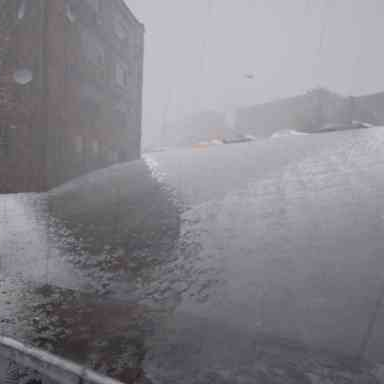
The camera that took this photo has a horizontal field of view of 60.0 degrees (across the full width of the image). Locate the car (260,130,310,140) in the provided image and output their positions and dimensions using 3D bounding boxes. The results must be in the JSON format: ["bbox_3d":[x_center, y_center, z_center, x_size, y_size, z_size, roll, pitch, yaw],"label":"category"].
[{"bbox_3d":[9.009,-4.958,30.649,2.002,1.452,4.674,1,2,-36],"label":"car"}]

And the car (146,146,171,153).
[{"bbox_3d":[-4.122,-5.834,48.545,2.231,1.521,4.892,1,2,-36],"label":"car"}]

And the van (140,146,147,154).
[{"bbox_3d":[-7.307,-6.253,52.889,1.878,1.987,4.442,1,2,-36],"label":"van"}]

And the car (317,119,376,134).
[{"bbox_3d":[12.261,-4.910,26.219,2.185,1.767,4.553,1,2,-36],"label":"car"}]

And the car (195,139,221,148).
[{"bbox_3d":[2.395,-5.553,39.666,2.185,1.767,4.553,1,2,-36],"label":"car"}]

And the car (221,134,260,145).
[{"bbox_3d":[5.658,-5.343,35.218,2.185,1.767,4.553,1,2,-36],"label":"car"}]
